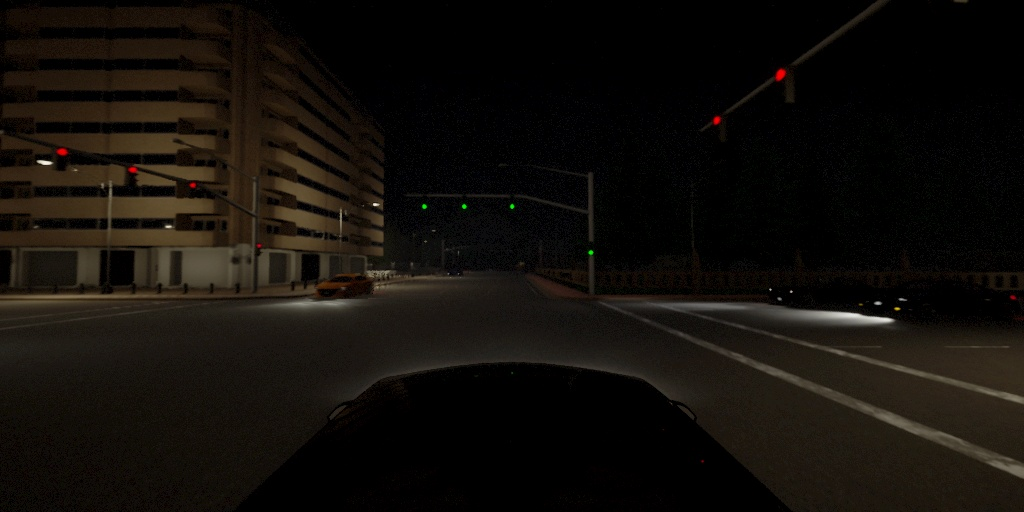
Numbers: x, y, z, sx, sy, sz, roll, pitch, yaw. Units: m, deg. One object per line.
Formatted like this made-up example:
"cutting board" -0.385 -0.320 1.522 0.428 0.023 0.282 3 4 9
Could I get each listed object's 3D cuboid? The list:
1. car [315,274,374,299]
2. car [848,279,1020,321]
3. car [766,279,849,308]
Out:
"car" -10.506 1.897 22.820 1.882 1.535 5.008 0 -1 0
"car" 15.850 1.599 13.489 4.181 1.385 1.994 0 -2 3
"car" 15.000 1.737 17.077 4.718 1.301 1.895 0 -2 3
